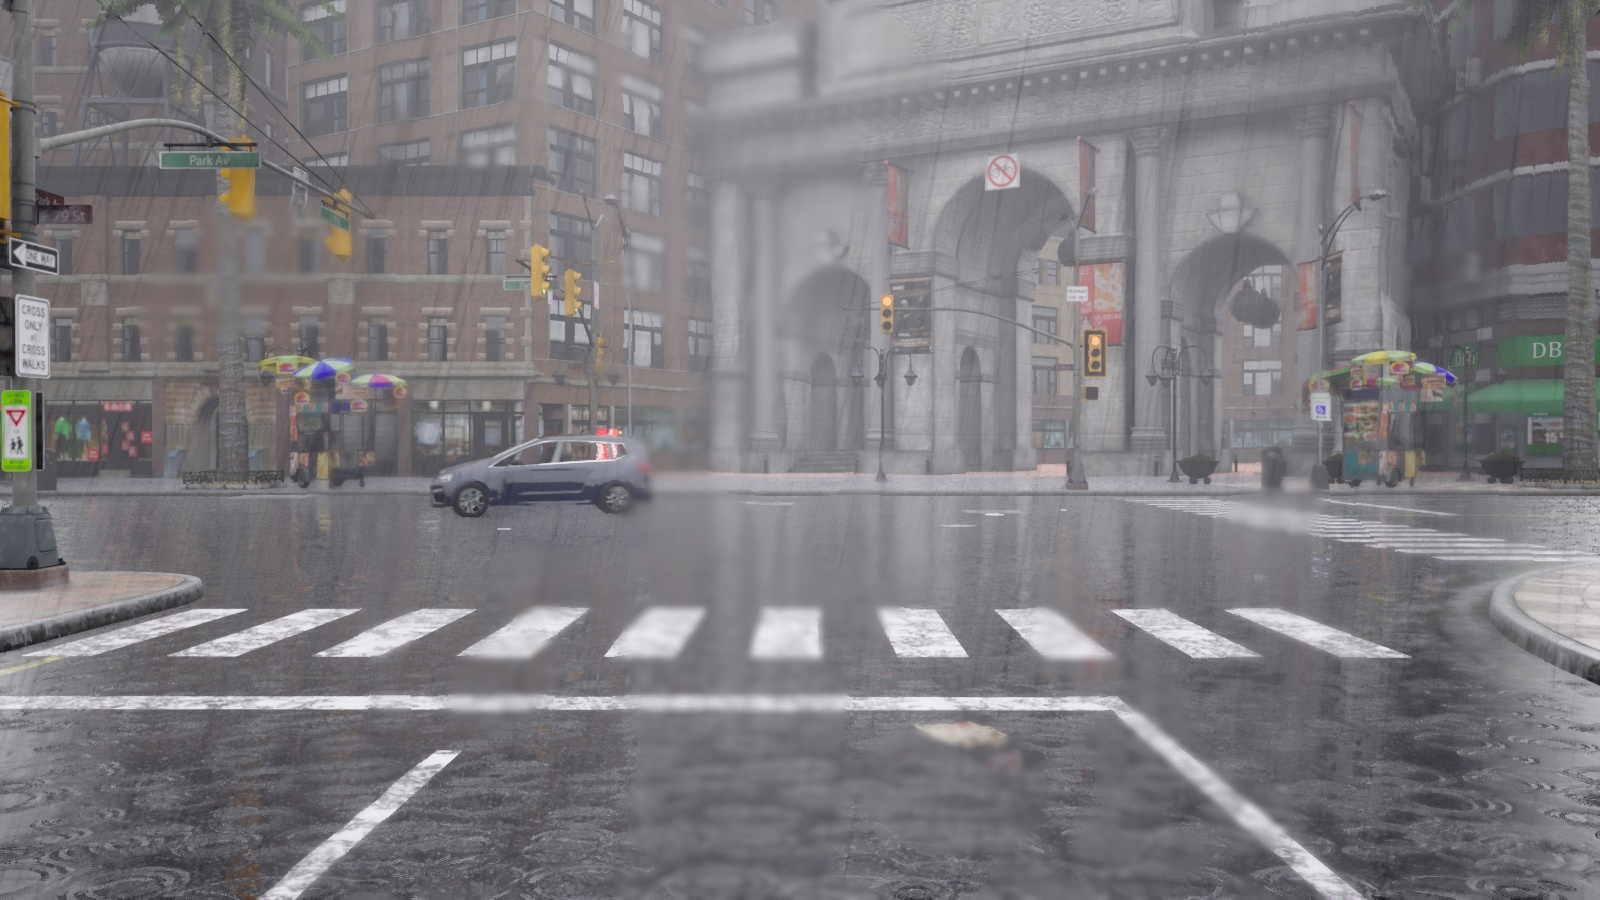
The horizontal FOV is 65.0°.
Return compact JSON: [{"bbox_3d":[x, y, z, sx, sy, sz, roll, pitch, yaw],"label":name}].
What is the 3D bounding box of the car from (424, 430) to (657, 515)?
[{"bbox_3d":[-5.457,0.438,26.326,4.611,1.667,2.242,0,0,-15],"label":"car"}]
